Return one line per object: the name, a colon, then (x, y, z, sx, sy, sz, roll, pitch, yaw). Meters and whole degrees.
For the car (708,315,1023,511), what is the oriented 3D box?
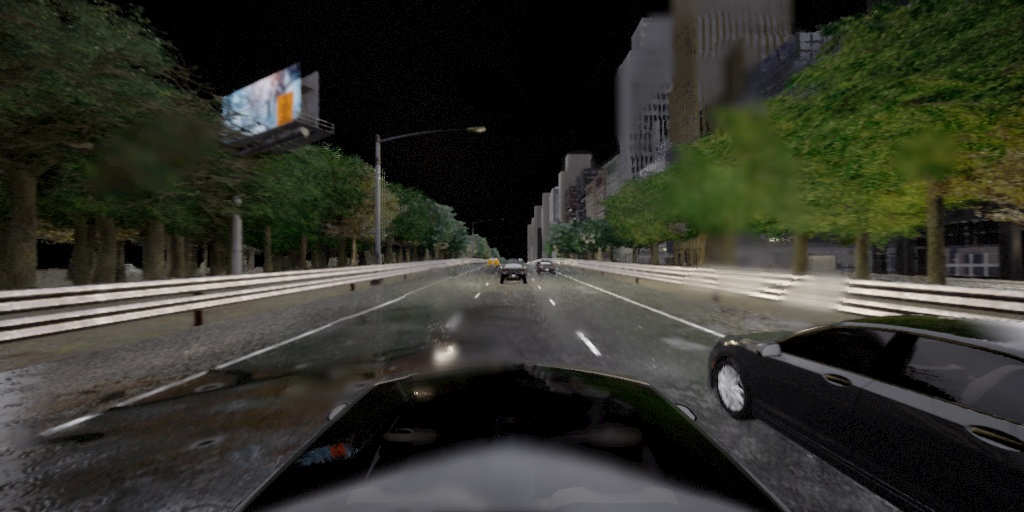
car: (3.601, 1.256, 2.957, 1.837, 1.490, 4.892, 0, 0, 0)

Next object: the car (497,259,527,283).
car: (0.103, 1.213, 27.469, 1.882, 1.535, 5.008, 0, 0, 0)

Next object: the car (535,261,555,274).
car: (3.604, 1.222, 39.330, 1.812, 1.442, 4.674, 0, 0, 0)
